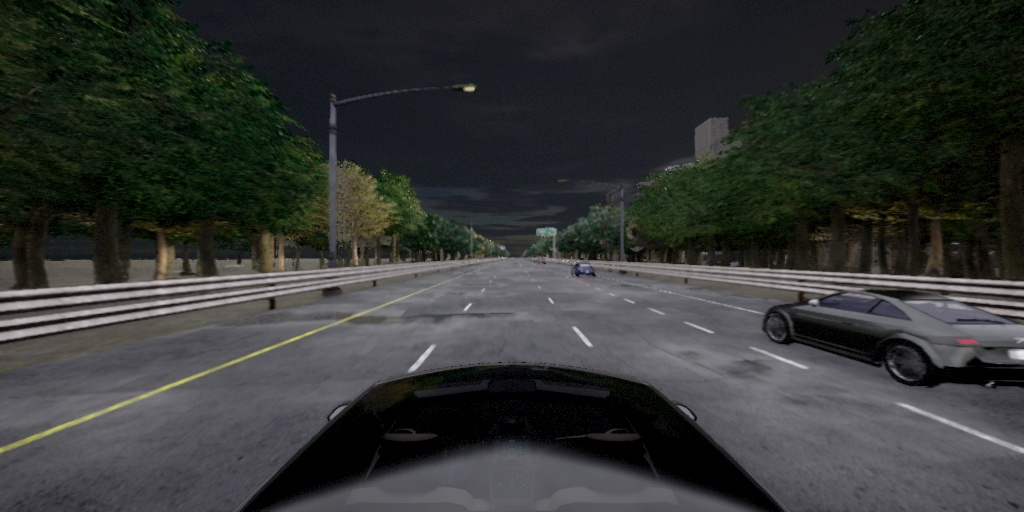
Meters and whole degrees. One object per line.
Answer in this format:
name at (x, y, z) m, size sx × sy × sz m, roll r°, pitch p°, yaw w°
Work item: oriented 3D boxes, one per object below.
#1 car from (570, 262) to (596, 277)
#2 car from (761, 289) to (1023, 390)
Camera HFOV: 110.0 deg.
car at (7.063, 1.336, 35.884) m, size 1.812 × 1.442 × 4.674 m, roll 0°, pitch 0°, yaw 0°
car at (7.002, 1.325, 6.934) m, size 1.994 × 1.385 × 4.181 m, roll 0°, pitch 0°, yaw 0°
